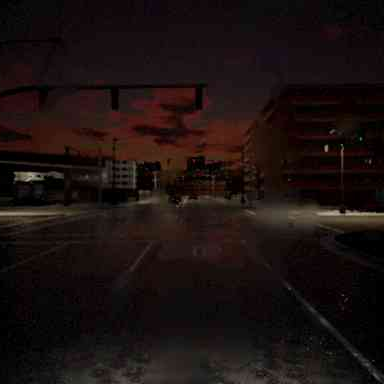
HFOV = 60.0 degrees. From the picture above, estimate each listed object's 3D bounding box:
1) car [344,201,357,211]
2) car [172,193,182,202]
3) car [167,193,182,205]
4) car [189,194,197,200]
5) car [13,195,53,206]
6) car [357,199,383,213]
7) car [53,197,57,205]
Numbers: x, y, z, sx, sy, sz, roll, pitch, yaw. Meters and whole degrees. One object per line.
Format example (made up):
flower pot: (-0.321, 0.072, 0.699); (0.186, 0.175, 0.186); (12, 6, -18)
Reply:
car: (19.686, 1.490, 38.070); (4.181, 1.385, 1.994); (0, 0, 1)
car: (-3.215, 1.217, 72.728); (2.097, 1.767, 4.553); (0, 0, 0)
car: (-3.138, 1.397, 56.590); (1.837, 1.490, 4.892); (0, 0, 0)
car: (0.243, 1.198, 78.142); (1.837, 1.490, 4.892); (0, 0, 0)
car: (-23.291, 1.205, 48.042); (4.611, 1.667, 2.242); (0, 0, 1)
car: (20.199, 1.533, 34.567); (4.718, 1.301, 1.895); (0, 0, 0)
car: (-24.006, 1.355, 53.793); (3.806, 1.475, 1.970); (0, 0, 1)
